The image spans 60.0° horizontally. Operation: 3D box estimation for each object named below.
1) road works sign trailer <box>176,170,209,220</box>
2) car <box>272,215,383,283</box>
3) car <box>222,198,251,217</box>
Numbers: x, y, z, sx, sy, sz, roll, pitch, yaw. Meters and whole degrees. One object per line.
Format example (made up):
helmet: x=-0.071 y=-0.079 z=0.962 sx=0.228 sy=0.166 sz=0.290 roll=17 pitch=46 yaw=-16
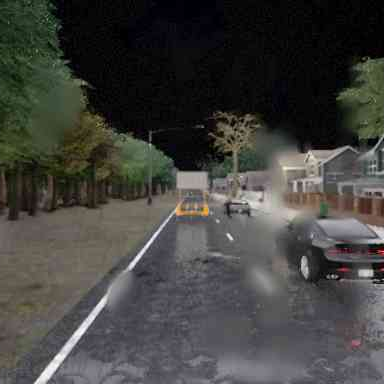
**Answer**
road works sign trailer: x=0.004 y=0.198 z=24.669 sx=2.380 sy=3.560 sz=2.880 roll=0 pitch=1 yaw=0
car: x=3.601 y=1.402 z=9.308 sx=1.837 sy=1.490 sz=4.892 roll=0 pitch=1 yaw=0
car: x=3.603 y=1.198 z=27.316 sx=2.128 sy=1.511 sz=4.902 roll=0 pitch=1 yaw=0
